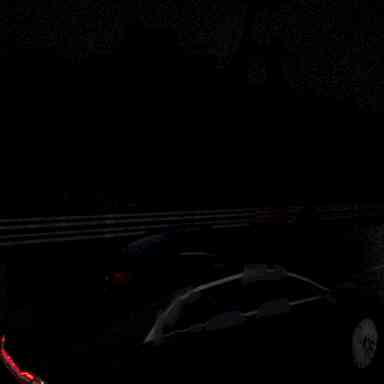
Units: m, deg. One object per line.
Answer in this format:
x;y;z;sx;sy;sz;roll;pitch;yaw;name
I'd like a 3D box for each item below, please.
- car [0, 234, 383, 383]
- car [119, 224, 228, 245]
0.413;1.485;3.997;4.902;1.511;2.128;0;0;-35;car
0.135;1.514;8.078;4.674;1.442;1.812;0;0;-35;car
